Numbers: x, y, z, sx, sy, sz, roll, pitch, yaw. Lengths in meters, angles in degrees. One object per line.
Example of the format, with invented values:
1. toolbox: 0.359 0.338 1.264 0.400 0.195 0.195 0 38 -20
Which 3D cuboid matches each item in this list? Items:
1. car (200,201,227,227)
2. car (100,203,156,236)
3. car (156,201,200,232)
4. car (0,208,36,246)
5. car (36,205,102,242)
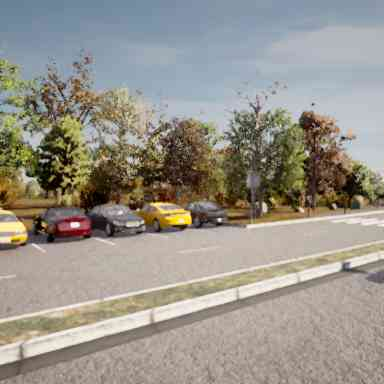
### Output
1. car: 0.210 1.354 21.393 2.231 1.521 4.892 -1 1 -36
2. car: -4.279 1.436 18.202 2.231 1.521 4.892 -1 1 -36
3. car: -2.032 1.395 19.793 2.097 1.535 5.008 -1 1 -36
4. car: -8.652 1.506 14.843 1.946 1.575 5.366 -1 0 -36
5. car: -6.530 1.505 16.622 2.163 1.488 4.792 -1 0 -36
